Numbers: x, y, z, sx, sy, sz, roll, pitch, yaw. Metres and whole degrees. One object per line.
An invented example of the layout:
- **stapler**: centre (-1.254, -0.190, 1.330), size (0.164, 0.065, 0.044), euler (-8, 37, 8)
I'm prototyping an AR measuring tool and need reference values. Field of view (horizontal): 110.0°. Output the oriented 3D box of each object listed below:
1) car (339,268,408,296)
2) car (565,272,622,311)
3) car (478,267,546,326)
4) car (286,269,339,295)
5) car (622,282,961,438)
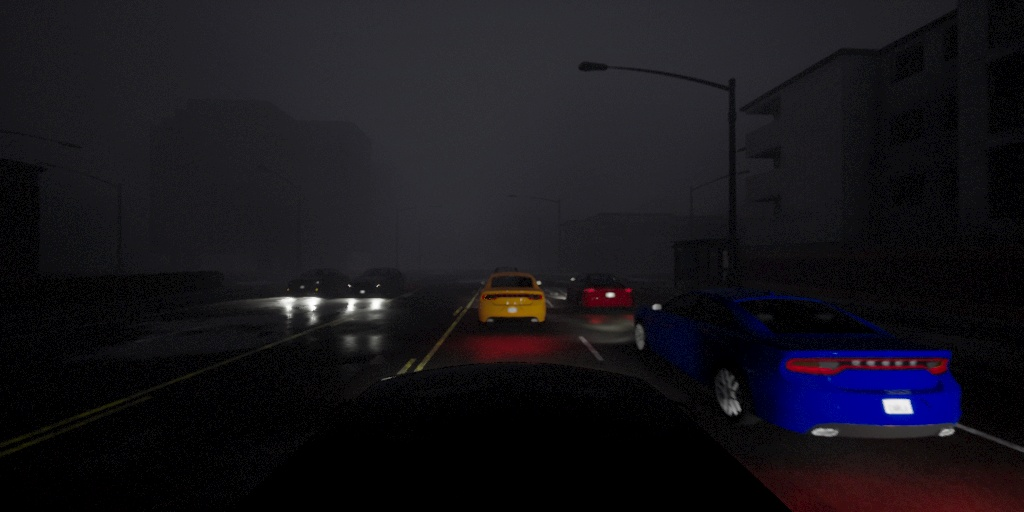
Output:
- **car**: centre (-7.277, 1.351, 19.944), size (2.033, 1.411, 5.357), euler (0, 0, -2)
- **car**: centre (3.430, 1.348, 14.661), size (1.994, 1.385, 4.181), euler (0, 0, -1)
- **car**: centre (-0.019, 1.255, 11.773), size (1.882, 1.535, 5.008), euler (0, 0, -1)
- **car**: centre (-10.784, 1.408, 20.315), size (1.994, 1.385, 4.181), euler (0, 0, -2)
- **car**: centre (3.542, 1.237, 5.771), size (1.882, 1.535, 5.008), euler (0, 0, 0)
